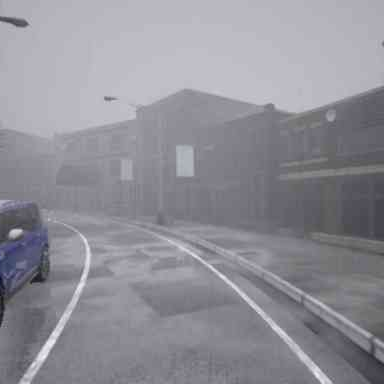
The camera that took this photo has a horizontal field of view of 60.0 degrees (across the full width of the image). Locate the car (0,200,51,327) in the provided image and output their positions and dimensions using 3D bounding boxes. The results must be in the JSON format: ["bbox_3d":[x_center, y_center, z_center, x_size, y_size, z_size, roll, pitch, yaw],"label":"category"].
[{"bbox_3d":[-4.354,1.213,6.478,2.150,2.045,5.566,0,0,-11],"label":"car"}]
